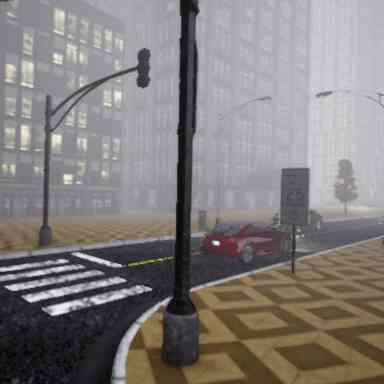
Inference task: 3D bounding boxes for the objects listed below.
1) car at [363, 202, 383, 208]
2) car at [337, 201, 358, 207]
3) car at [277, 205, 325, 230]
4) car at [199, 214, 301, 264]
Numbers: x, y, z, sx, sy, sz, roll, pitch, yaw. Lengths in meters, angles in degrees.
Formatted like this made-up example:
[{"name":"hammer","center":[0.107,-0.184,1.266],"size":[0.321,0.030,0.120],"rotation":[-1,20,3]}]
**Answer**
[{"name":"car","center":[38.844,2.741,70.897],"size":[2.008,1.369,4.403],"rotation":[0,-1,-31]},{"name":"car","center":[40.205,3.001,84.858],"size":[1.947,1.339,4.313],"rotation":[0,0,-31]},{"name":"car","center":[6.976,1.809,22.158],"size":[4.892,1.490,1.837],"rotation":[1,0,-45]},{"name":"car","center":[2.220,1.769,12.982],"size":[1.994,1.385,4.181],"rotation":[1,0,44]}]
